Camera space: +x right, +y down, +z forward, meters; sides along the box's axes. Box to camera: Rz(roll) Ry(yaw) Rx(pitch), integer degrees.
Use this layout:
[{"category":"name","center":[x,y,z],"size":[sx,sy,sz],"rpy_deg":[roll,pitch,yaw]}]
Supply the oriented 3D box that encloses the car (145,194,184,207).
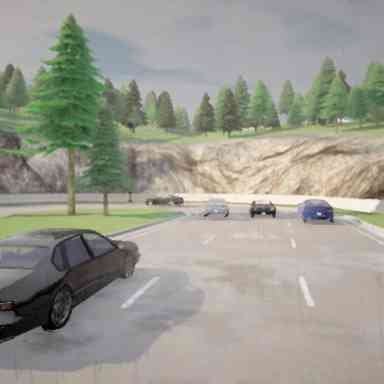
[{"category":"car","center":[-3.369,1.019,40.261],"size":[4.902,1.511,2.128],"rpy_deg":[0,1,22]}]

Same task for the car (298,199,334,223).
[{"category":"car","center":[8.542,1.207,23.192],"size":[1.882,1.535,5.008],"rpy_deg":[0,1,13]}]

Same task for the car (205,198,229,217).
[{"category":"car","center":[2.043,1.204,27.492],"size":[1.812,1.442,4.674],"rpy_deg":[0,1,6]}]

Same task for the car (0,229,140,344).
[{"category":"car","center":[-2.721,1.466,6.764],"size":[2.033,1.411,5.357],"rpy_deg":[0,1,10]}]

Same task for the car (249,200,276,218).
[{"category":"car","center":[5.607,1.287,26.848],"size":[1.895,1.301,4.718],"rpy_deg":[0,1,8]}]
